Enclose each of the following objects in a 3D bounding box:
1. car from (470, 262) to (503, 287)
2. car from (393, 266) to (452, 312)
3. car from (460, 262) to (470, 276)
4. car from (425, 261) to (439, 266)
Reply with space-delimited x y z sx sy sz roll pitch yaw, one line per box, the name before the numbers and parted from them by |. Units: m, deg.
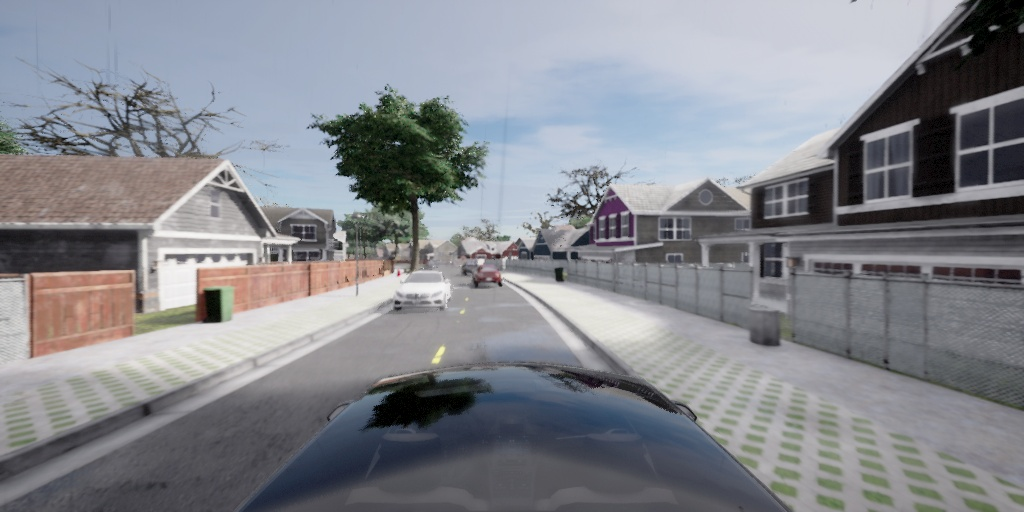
car | -1.803 1.336 25.407 1.812 1.442 4.674 0 0 -9
car | -3.503 1.315 14.770 1.812 1.442 4.674 0 0 -5
car | -4.663 1.363 40.210 2.128 1.511 4.902 0 0 -14
car | -12.899 1.529 57.875 2.128 1.511 4.902 -1 0 -20
